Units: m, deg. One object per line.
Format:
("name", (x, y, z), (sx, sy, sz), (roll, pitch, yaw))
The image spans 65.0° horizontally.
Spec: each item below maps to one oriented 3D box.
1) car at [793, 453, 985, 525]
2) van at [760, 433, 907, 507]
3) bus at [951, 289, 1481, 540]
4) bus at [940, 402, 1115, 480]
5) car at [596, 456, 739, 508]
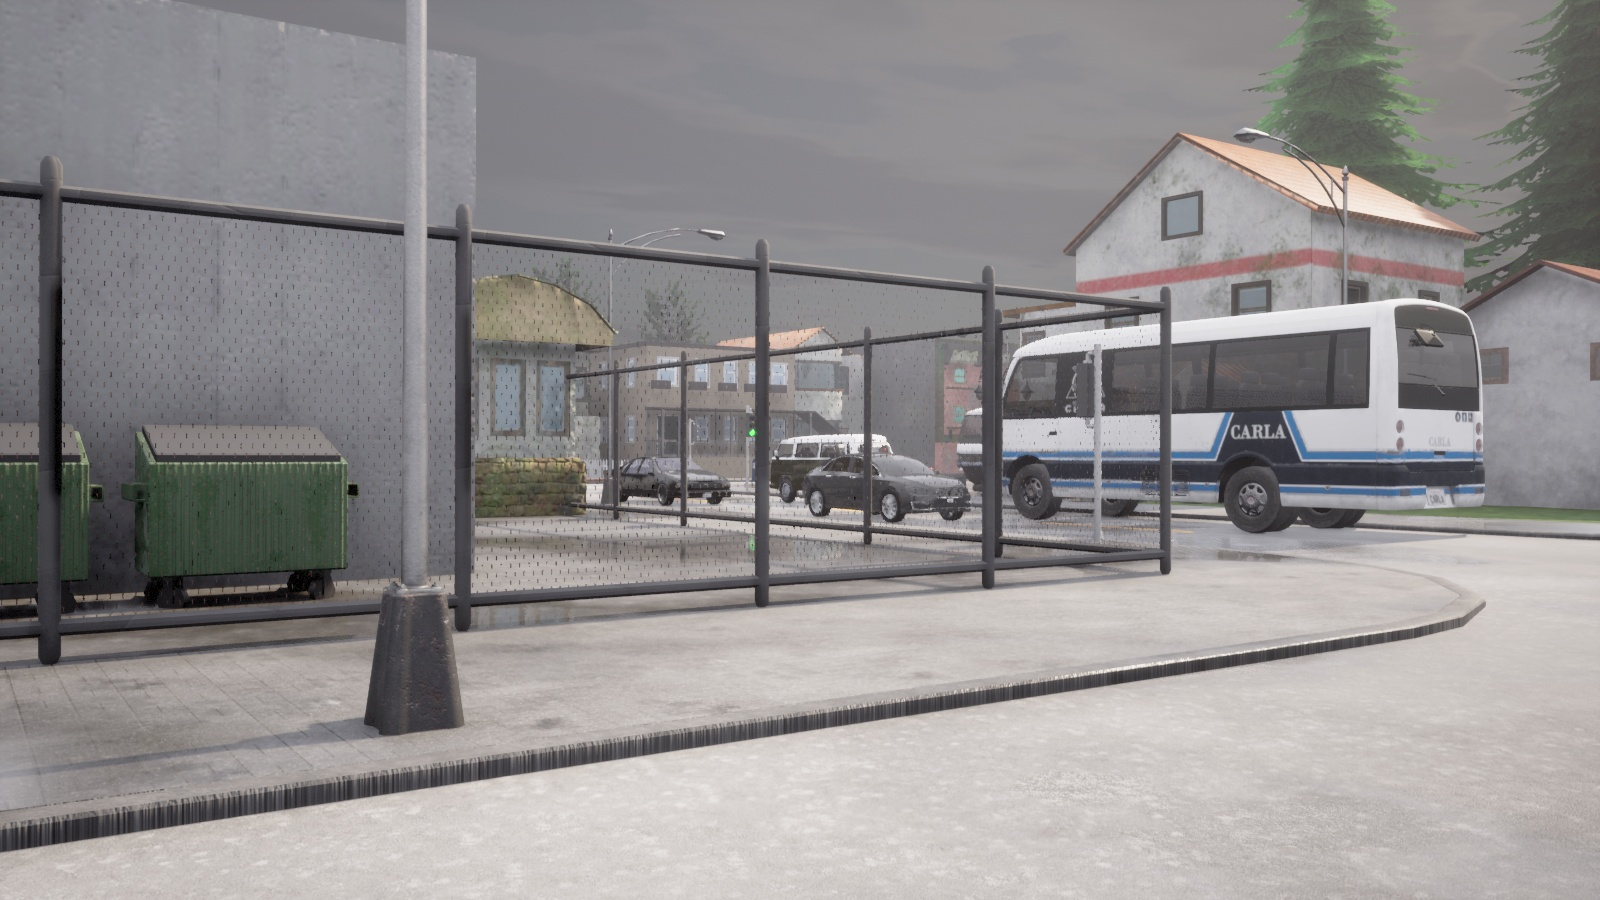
("car", (1.907, 0.816, 28.639), (1.837, 1.490, 4.892), (0, 0, -32))
("van", (0.922, 0.558, 37.049), (2.069, 2.038, 4.480), (0, 0, -35))
("bus", (8.152, -0.584, 26.548), (3.944, 4.253, 10.273), (0, 0, -35))
("bus", (13.353, -0.481, 73.222), (10.273, 4.253, 3.944), (0, 0, -35))
("car", (-4.021, 0.892, 37.262), (2.033, 1.411, 5.357), (0, 0, -33))
